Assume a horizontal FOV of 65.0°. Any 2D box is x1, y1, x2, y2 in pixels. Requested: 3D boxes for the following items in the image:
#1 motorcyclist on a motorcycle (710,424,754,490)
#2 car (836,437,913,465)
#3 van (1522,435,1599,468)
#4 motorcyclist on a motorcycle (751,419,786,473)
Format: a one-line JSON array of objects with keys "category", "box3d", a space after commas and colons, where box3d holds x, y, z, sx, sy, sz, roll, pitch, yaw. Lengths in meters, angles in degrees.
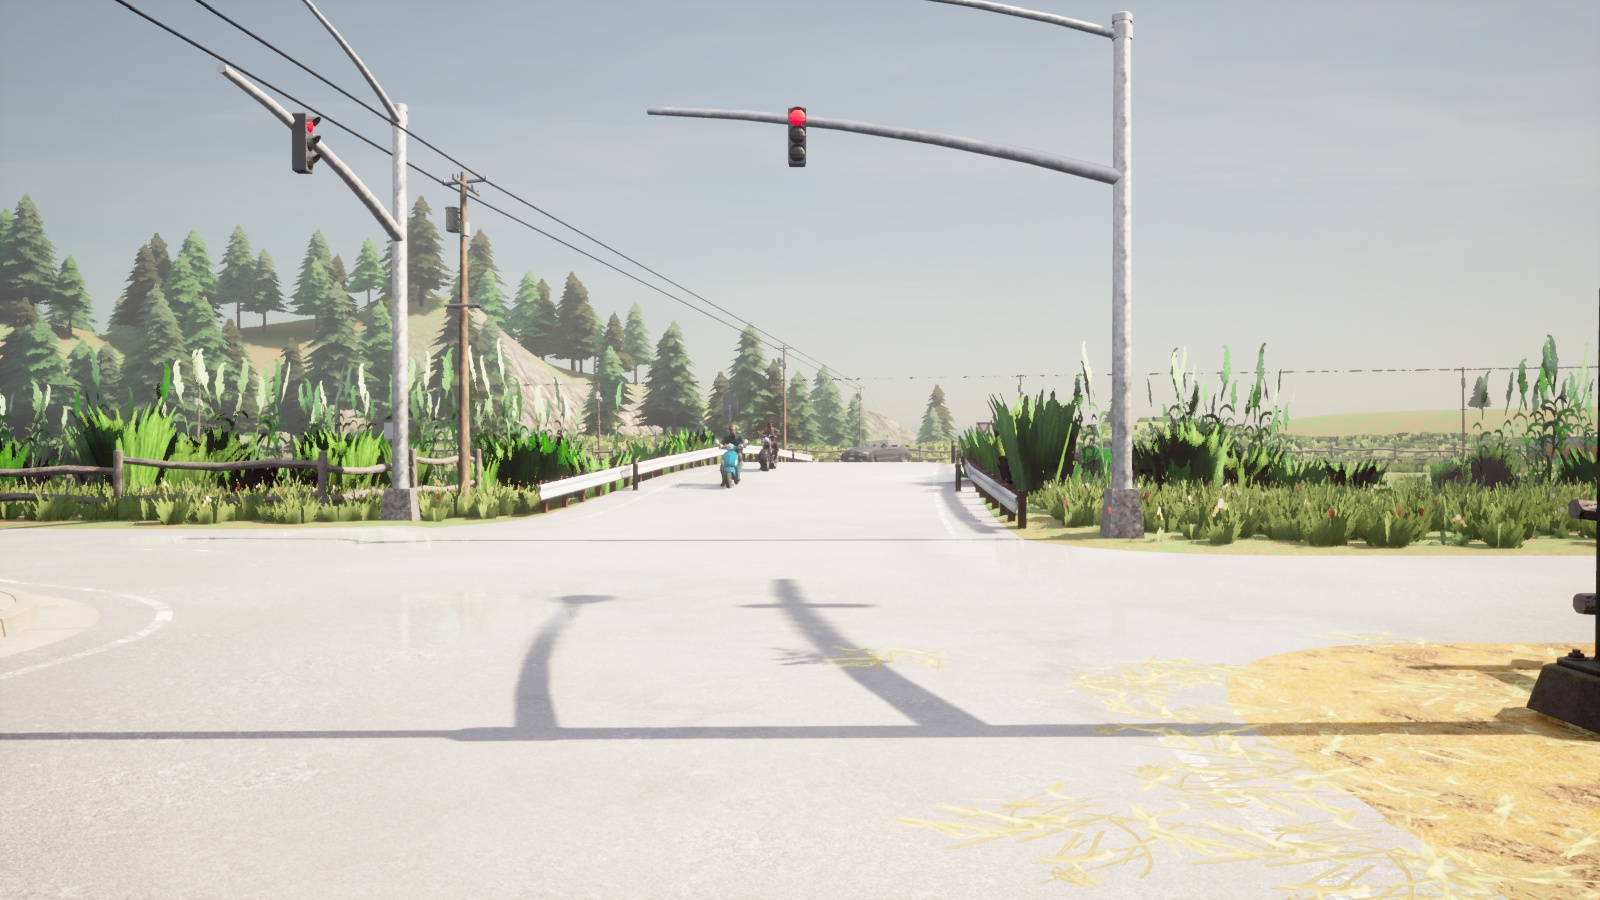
[{"category": "motorcyclist on a motorcycle", "box3d": [-1.742, 0.157, 32.663, 0.866, 1.590, 1.817, 0, 3, 6]}, {"category": "car", "box3d": [4.575, 0.069, 76.133, 2.152, 1.651, 5.027, 0, 0, 39]}, {"category": "van", "box3d": [46.775, 0.105, 76.542, 4.442, 1.987, 1.775, 0, 0, 6]}, {"category": "motorcyclist on a motorcycle", "box3d": [-0.981, -0.151, 39.691, 0.766, 1.649, 2.350, 0, 2, 7]}]
